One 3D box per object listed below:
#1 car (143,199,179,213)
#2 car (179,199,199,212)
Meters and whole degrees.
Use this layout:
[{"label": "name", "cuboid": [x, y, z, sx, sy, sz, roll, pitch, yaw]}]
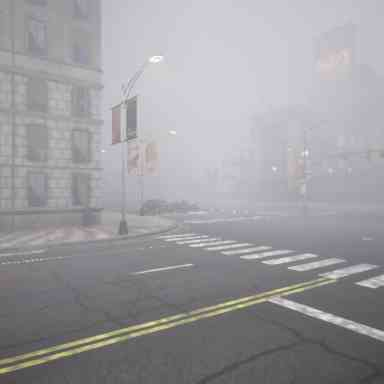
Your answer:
[{"label": "car", "cuboid": [-3.794, 1.505, 36.818, 1.837, 1.490, 4.892, 0, 0, -36]}, {"label": "car", "cuboid": [-0.968, 1.564, 38.883, 1.994, 1.385, 4.181, 0, 0, -36]}]
